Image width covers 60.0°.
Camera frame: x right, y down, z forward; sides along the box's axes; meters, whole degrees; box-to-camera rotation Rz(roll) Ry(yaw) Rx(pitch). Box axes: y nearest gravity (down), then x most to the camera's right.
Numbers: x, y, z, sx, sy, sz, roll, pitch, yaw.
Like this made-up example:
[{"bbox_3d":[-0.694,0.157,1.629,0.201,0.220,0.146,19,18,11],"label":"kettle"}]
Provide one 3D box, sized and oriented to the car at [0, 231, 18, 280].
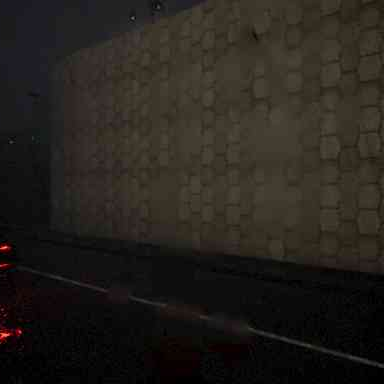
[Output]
[{"bbox_3d":[-6.330,1.433,8.496,4.892,1.490,1.837,0,0,36],"label":"car"}]
